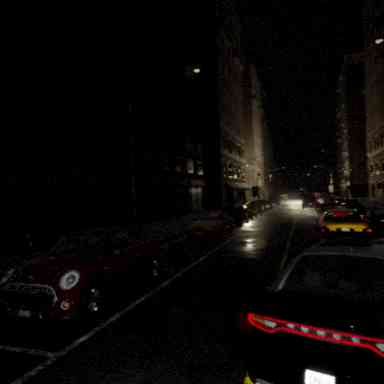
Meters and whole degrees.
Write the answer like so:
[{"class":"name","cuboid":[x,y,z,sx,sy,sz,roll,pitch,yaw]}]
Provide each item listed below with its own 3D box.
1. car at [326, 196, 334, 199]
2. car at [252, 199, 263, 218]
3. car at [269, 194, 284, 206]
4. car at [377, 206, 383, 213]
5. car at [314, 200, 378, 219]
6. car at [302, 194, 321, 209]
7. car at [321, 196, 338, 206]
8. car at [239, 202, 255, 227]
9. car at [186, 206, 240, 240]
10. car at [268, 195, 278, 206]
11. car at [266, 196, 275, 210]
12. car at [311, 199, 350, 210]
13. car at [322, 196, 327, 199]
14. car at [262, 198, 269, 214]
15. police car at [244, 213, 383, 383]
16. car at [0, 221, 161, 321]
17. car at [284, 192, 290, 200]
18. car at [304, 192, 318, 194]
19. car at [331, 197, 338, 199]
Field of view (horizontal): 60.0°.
[{"class":"car","cuboid":[13.902,1.283,30.795,1.947,1.339,4.313,-2,0,19]},{"class":"car","cuboid":[4.524,1.571,28.066,1.752,1.417,4.829,-2,0,19]},{"class":"car","cuboid":[13.185,1.222,53.884,2.192,1.841,5.009,-2,0,19]},{"class":"car","cuboid":[8.732,1.344,15.402,2.008,1.369,4.403,-2,0,19]},{"class":"car","cuboid":[6.247,1.331,14.036,1.801,1.575,5.366,-2,0,20]},{"class":"car","cuboid":[14.289,1.334,40.192,1.994,1.385,4.181,-2,0,19]},{"class":"car","cuboid":[19.071,1.215,46.189,1.802,1.307,4.206,-2,0,19]},{"class":"car","cuboid":[2.857,1.636,23.095,1.947,1.339,4.313,-2,0,19]},{"class":"car","cuboid":[1.078,1.621,17.804,1.752,1.417,4.829,-2,0,19]},{"class":"car","cuboid":[9.748,1.514,43.621,2.008,1.369,4.403,-2,0,19]},{"class":"car","cuboid":[8.025,1.543,38.489,2.008,1.369,4.403,-2,0,19]},{"class":"car","cuboid":[8.194,1.371,19.490,1.812,1.442,4.674,-2,0,19]},{"class":"car","cuboid":[17.400,1.187,41.219,1.752,1.417,4.829,-2,0,19]},{"class":"car","cuboid":[6.303,1.601,33.358,1.802,1.307,4.206,-2,0,19]},{"class":"police car","cuboid":[2.587,1.367,4.950,1.930,1.638,5.238,-2,-1,36]},{"class":"car","cuboid":[-2.316,1.585,7.703,1.967,1.590,4.097,-2,0,19]},{"class":"car","cuboid":[21.617,1.317,78.969,2.008,1.369,4.403,-2,0,19]},{"class":"car","cuboid":[18.406,1.180,52.500,1.882,1.535,5.008,-2,0,19]},{"class":"car","cuboid":[12.179,1.309,25.664,1.947,1.339,4.313,-2,0,19]}]
